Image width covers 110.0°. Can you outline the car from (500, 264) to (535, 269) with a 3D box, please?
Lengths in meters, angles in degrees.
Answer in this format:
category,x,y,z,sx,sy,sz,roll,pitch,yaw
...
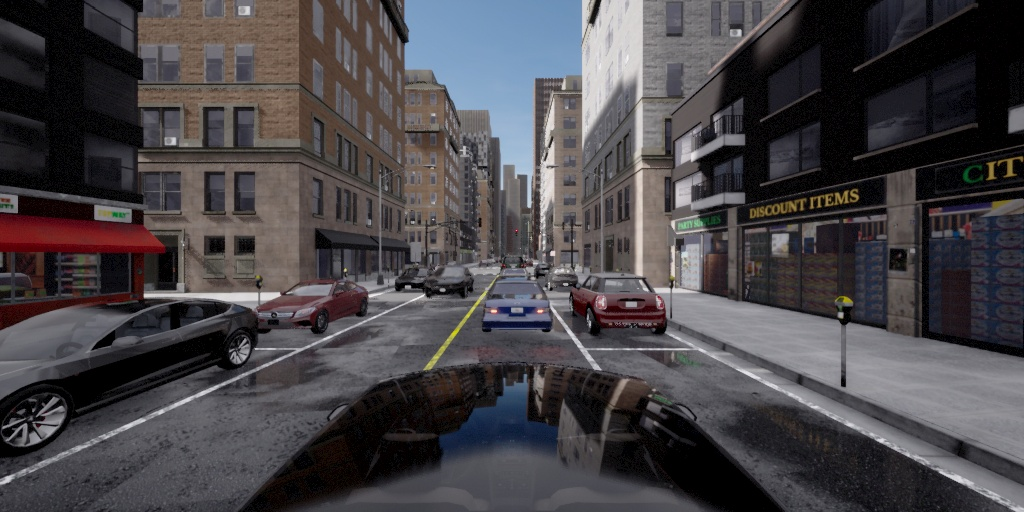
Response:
category,x,y,z,sx,sy,sz,roll,pitch,yaw
car,0.149,1.352,21.285,1.895,1.301,4.718,0,0,0

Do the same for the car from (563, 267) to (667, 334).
category,x,y,z,sx,sy,sz,roll,pitch,yaw
car,2.877,1.189,10.564,1.967,1.591,4.097,0,0,0

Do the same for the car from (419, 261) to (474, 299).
category,x,y,z,sx,sy,sz,roll,pitch,yaw
car,-3.051,1.228,18.324,1.882,1.535,5.008,0,0,0

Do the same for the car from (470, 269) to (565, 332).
category,x,y,z,sx,sy,sz,roll,pitch,yaw
car,0.123,1.297,10.780,2.033,1.411,5.357,0,0,0

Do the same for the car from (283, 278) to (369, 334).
category,x,y,z,sx,sy,sz,roll,pitch,yaw
car,-5.648,1.332,10.587,1.802,1.307,4.207,0,0,0

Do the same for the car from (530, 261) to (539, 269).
category,x,y,z,sx,sy,sz,roll,pitch,yaw
car,2.936,1.319,32.569,1.948,1.339,4.313,0,0,0

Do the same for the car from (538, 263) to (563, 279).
category,x,y,z,sx,sy,sz,roll,pitch,yaw
car,2.906,1.301,21.566,2.007,1.370,4.403,0,0,0

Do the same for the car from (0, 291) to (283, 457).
category,x,y,z,sx,sy,sz,roll,pitch,yaw
car,-5.664,1.316,5.086,1.948,1.339,4.313,0,0,0

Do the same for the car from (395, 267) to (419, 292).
category,x,y,z,sx,sy,sz,roll,pitch,yaw
car,-5.619,1.316,21.589,1.948,1.339,4.313,0,0,0

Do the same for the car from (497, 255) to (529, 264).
category,x,y,z,sx,sy,sz,roll,pitch,yaw
car,0.086,0.974,31.317,2.150,2.045,5.566,0,0,0
